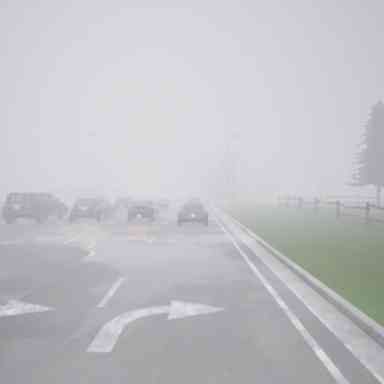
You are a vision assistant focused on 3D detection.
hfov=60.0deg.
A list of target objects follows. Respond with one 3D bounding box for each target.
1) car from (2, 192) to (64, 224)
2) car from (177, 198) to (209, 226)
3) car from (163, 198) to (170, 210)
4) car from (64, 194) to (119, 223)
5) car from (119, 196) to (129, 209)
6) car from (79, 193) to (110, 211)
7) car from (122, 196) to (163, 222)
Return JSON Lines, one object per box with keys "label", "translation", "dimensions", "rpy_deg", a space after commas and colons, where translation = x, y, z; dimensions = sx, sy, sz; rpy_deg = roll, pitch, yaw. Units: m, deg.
{"label": "car", "translation": [-10.432, 0.991, 22.485], "dimensions": [2.150, 2.045, 5.566], "rpy_deg": [0, 1, 0]}
{"label": "car", "translation": [0.061, 1.342, 21.694], "dimensions": [1.994, 1.385, 4.181], "rpy_deg": [0, 1, 0]}
{"label": "car", "translation": [-3.414, 1.231, 36.095], "dimensions": [1.895, 1.301, 4.718], "rpy_deg": [0, 1, 0]}
{"label": "car", "translation": [-6.932, 1.111, 23.507], "dimensions": [2.097, 1.767, 4.553], "rpy_deg": [0, 1, 0]}
{"label": "car", "translation": [-6.918, 1.144, 35.232], "dimensions": [1.837, 1.490, 4.892], "rpy_deg": [0, 1, 0]}
{"label": "car", "translation": [-10.428, 0.984, 35.971], "dimensions": [2.097, 1.767, 4.553], "rpy_deg": [0, 1, 0]}
{"label": "car", "translation": [-3.428, 1.258, 24.005], "dimensions": [1.837, 1.490, 4.892], "rpy_deg": [0, 1, 0]}
